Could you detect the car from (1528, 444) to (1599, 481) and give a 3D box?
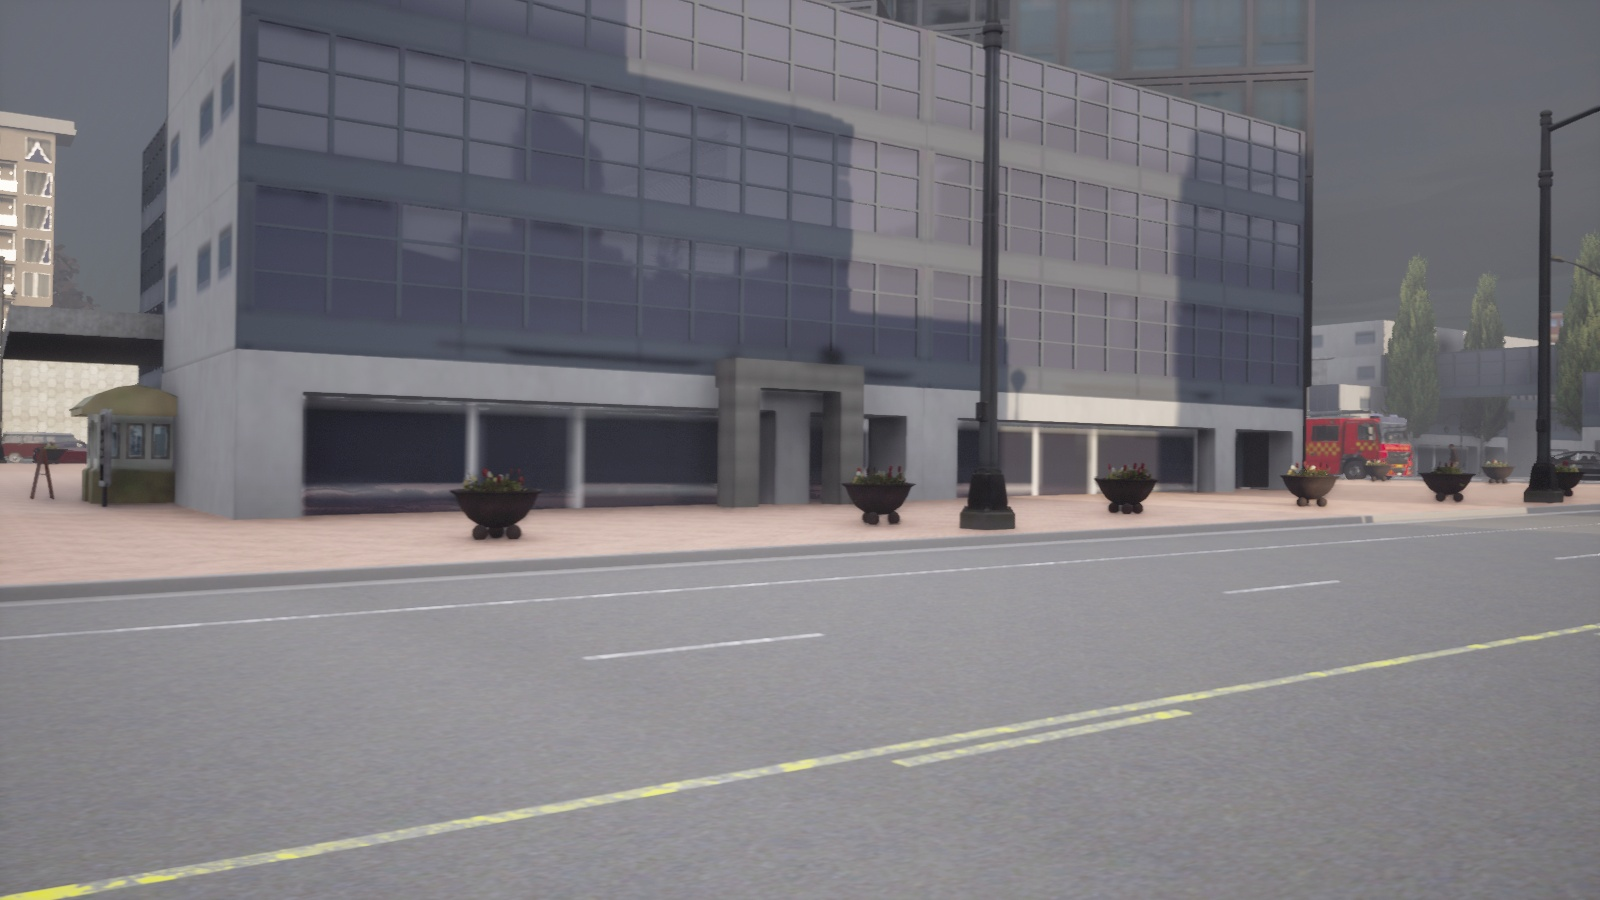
[{"bbox_3d":[36.175,0.567,56.966,2.152,1.651,5.027,1,-1,-34],"label":"car"}]

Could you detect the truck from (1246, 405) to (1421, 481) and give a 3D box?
[{"bbox_3d":[28.671,-0.328,67.911,2.891,3.827,8.468,1,-1,-34],"label":"truck"}]

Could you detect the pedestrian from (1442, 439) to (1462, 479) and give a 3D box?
[{"bbox_3d":[30.215,0.417,58.205,0.703,1.840,0.431,0,-1,41],"label":"pedestrian"}]

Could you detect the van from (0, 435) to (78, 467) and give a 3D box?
[{"bbox_3d":[-48.170,0.074,79.175,4.442,1.987,1.775,1,-1,-33],"label":"van"}]

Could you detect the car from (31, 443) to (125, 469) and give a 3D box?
[{"bbox_3d":[-39.144,0.351,68.146,4.181,1.385,1.994,1,-1,-37],"label":"car"}]
